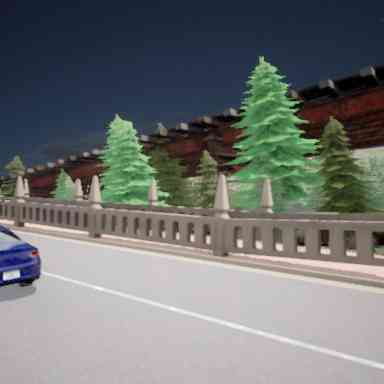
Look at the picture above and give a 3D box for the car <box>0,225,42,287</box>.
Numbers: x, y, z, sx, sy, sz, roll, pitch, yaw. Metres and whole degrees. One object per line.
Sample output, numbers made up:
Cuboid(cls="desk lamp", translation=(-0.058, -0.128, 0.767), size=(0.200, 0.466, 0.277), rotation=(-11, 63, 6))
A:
Cuboid(cls="car", translation=(-5.379, 1.420, 7.827), size=(4.674, 1.442, 1.812), rotation=(1, 1, 36))
